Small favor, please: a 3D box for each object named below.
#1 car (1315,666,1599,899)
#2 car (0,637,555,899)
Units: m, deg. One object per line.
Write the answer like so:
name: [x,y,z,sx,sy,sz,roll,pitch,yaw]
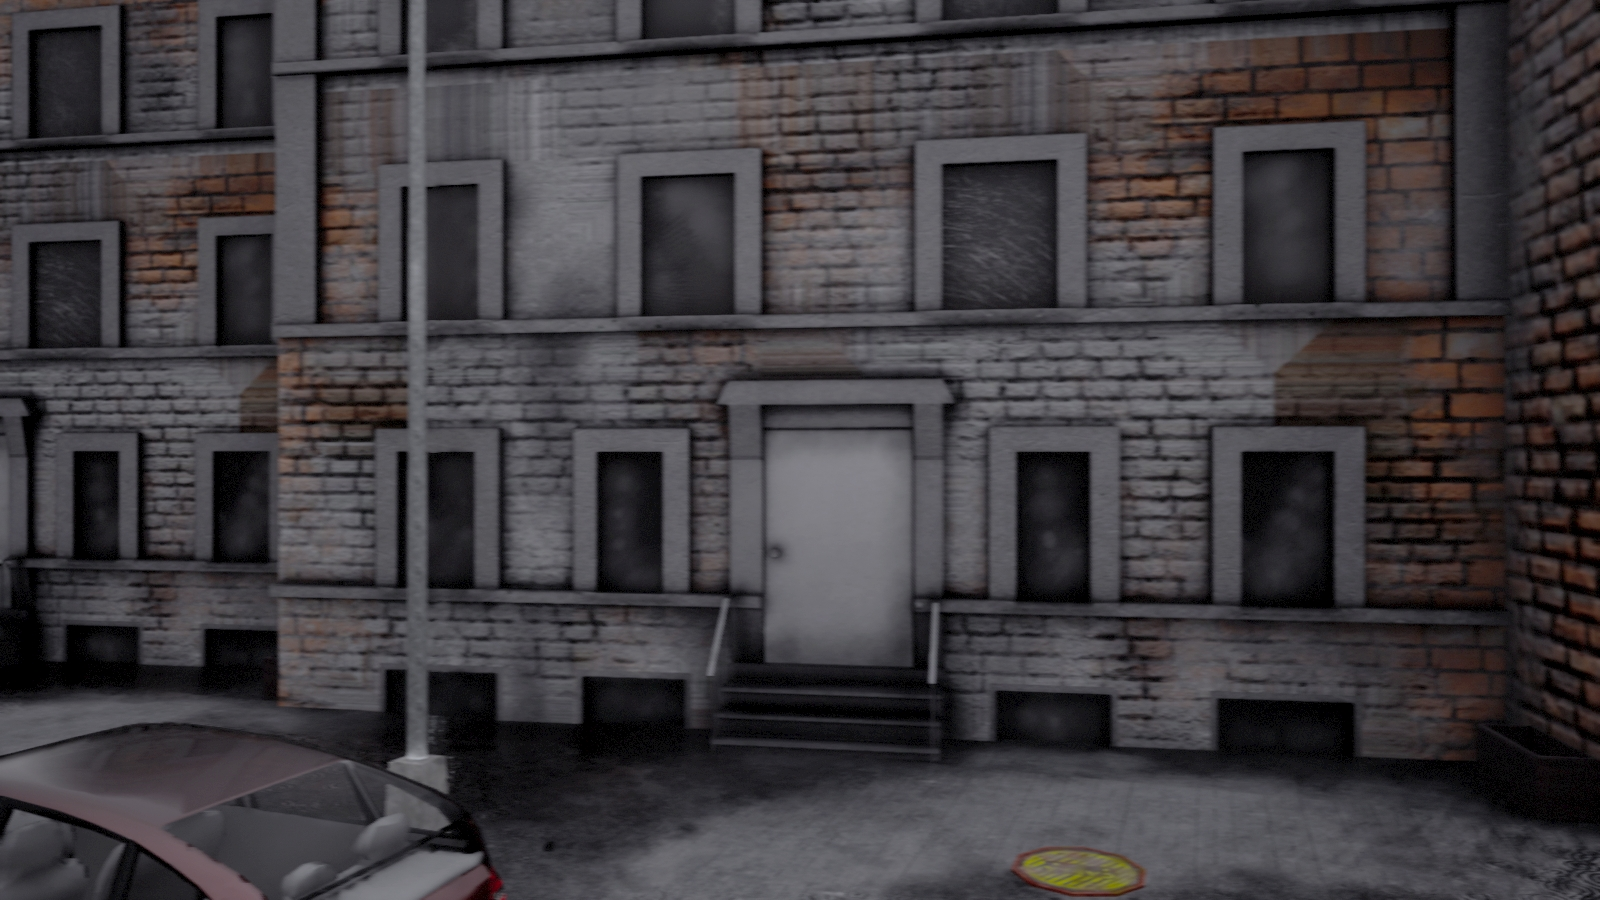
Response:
car: [3.705,1.686,2.492,4.553,1.767,2.097,0,0,20]
car: [-3.140,1.806,4.890,3.705,1.549,1.789,0,0,20]
